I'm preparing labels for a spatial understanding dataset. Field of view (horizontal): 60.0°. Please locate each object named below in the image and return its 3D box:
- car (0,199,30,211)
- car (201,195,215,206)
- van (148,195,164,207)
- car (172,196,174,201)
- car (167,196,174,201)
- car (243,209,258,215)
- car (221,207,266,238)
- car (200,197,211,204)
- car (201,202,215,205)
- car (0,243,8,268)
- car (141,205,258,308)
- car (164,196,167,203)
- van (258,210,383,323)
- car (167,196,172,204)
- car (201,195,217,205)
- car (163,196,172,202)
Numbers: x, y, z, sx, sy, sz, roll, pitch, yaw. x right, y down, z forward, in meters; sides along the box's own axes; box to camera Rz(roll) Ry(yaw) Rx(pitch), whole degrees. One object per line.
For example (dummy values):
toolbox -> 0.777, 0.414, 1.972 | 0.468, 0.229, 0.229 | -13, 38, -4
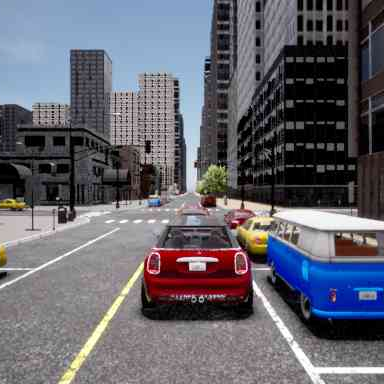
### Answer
car -> -21.428, 1.469, 38.455 | 4.829, 1.417, 1.752 | 0, 0, 0
car -> 2.658, 1.380, 56.162 | 2.192, 1.841, 5.009 | 0, 0, 0
van -> -5.719, 1.395, 50.632 | 1.690, 1.788, 3.998 | 0, 0, 0
car -> -5.729, 1.653, 72.727 | 2.008, 1.369, 4.403 | 0, 0, 0
car -> -5.738, 1.673, 89.129 | 1.752, 1.417, 4.829 | 0, 0, 0
car -> 2.681, 1.527, 12.758 | 1.752, 1.417, 4.829 | 0, 0, 0
car -> 2.678, 1.587, 18.250 | 1.802, 1.307, 4.206 | 0, 0, 0
car -> 2.654, 1.655, 67.211 | 1.947, 1.339, 4.313 | 0, 0, 0
car -> 0.091, 1.482, 17.271 | 1.882, 1.535, 5.008 | 0, 0, 0
car -> -5.696, 1.525, 6.749 | 1.752, 1.417, 4.829 | 0, 0, 0
car -> 0.095, 1.352, 8.065 | 2.097, 1.767, 4.553 | 0, 0, 0
car -> -5.721, 1.505, 56.155 | 1.967, 1.590, 4.097 | 0, 0, 0
van -> 2.684, 1.341, 6.923 | 1.690, 1.788, 3.998 | 0, 0, 0
car -> -5.727, 1.529, 67.204 | 1.967, 1.590, 4.097 | 0, 0, 0
car -> 2.661, 1.369, 50.638 | 2.192, 1.841, 5.009 | 0, 0, 0
car -> -5.732, 1.668, 78.251 | 2.008, 1.369, 4.403 | 0, 0, 0
